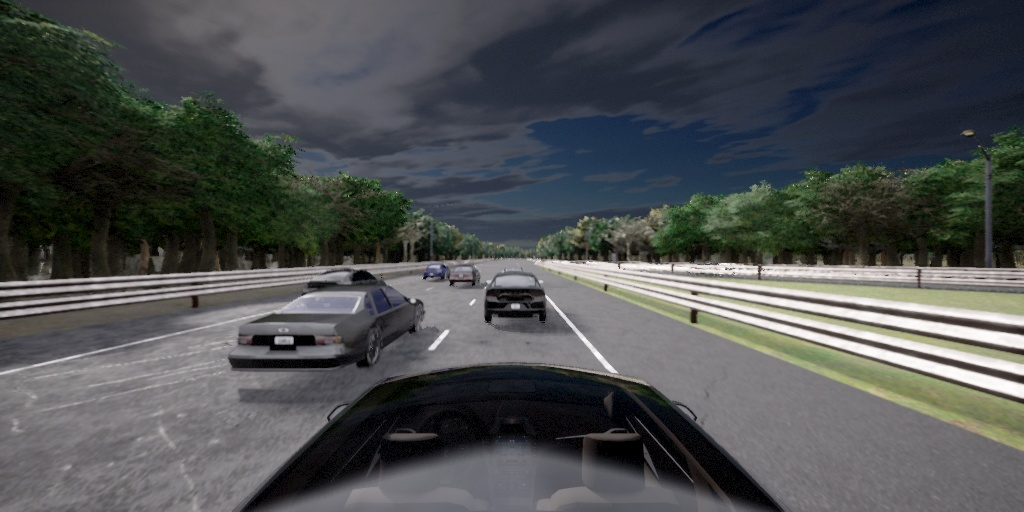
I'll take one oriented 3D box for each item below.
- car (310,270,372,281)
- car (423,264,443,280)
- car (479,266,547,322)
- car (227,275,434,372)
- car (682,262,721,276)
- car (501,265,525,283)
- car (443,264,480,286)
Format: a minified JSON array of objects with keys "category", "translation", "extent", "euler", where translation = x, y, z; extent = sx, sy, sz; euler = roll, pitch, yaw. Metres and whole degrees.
[{"category":"car","translation":[-6.902,1.310,15.262],"extent":[1.837,1.490,4.892],"euler":[0,0,0]},{"category":"car","translation":[-6.902,1.417,33.098],"extent":[1.812,1.442,4.674],"euler":[0,0,0]},{"category":"car","translation":[0.100,1.270,12.531],"extent":[1.882,1.535,5.008],"euler":[0,0,0]},{"category":"car","translation":[-3.397,1.321,7.877],"extent":[2.033,1.411,5.357],"euler":[0,0,0]},{"category":"car","translation":[23.642,1.561,44.744],"extent":[2.033,1.649,4.856],"euler":[0,0,-21]},{"category":"car","translation":[0.099,1.478,30.456],"extent":[1.895,1.301,4.718],"euler":[0,0,0]},{"category":"car","translation":[-3.403,1.404,26.528],"extent":[2.033,1.411,5.357],"euler":[0,0,0]}]
